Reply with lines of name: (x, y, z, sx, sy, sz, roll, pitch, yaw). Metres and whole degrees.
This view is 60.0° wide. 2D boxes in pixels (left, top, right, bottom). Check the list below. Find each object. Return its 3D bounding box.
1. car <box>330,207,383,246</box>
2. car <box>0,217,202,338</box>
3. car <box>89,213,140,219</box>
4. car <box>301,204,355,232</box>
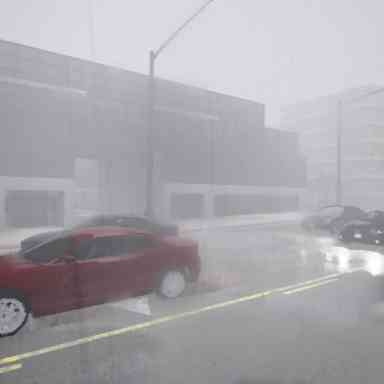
car: (8.035, 1.498, 14.022, 4.181, 1.385, 1.994, -1, 0, -36)
car: (-2.101, 1.478, 6.794, 5.008, 1.535, 1.882, 0, 0, -36)
car: (-2.715, 1.477, 10.652, 5.008, 1.535, 1.882, 0, 0, -36)
car: (7.990, 1.431, 18.288, 4.674, 1.442, 1.812, -1, 0, -35)
